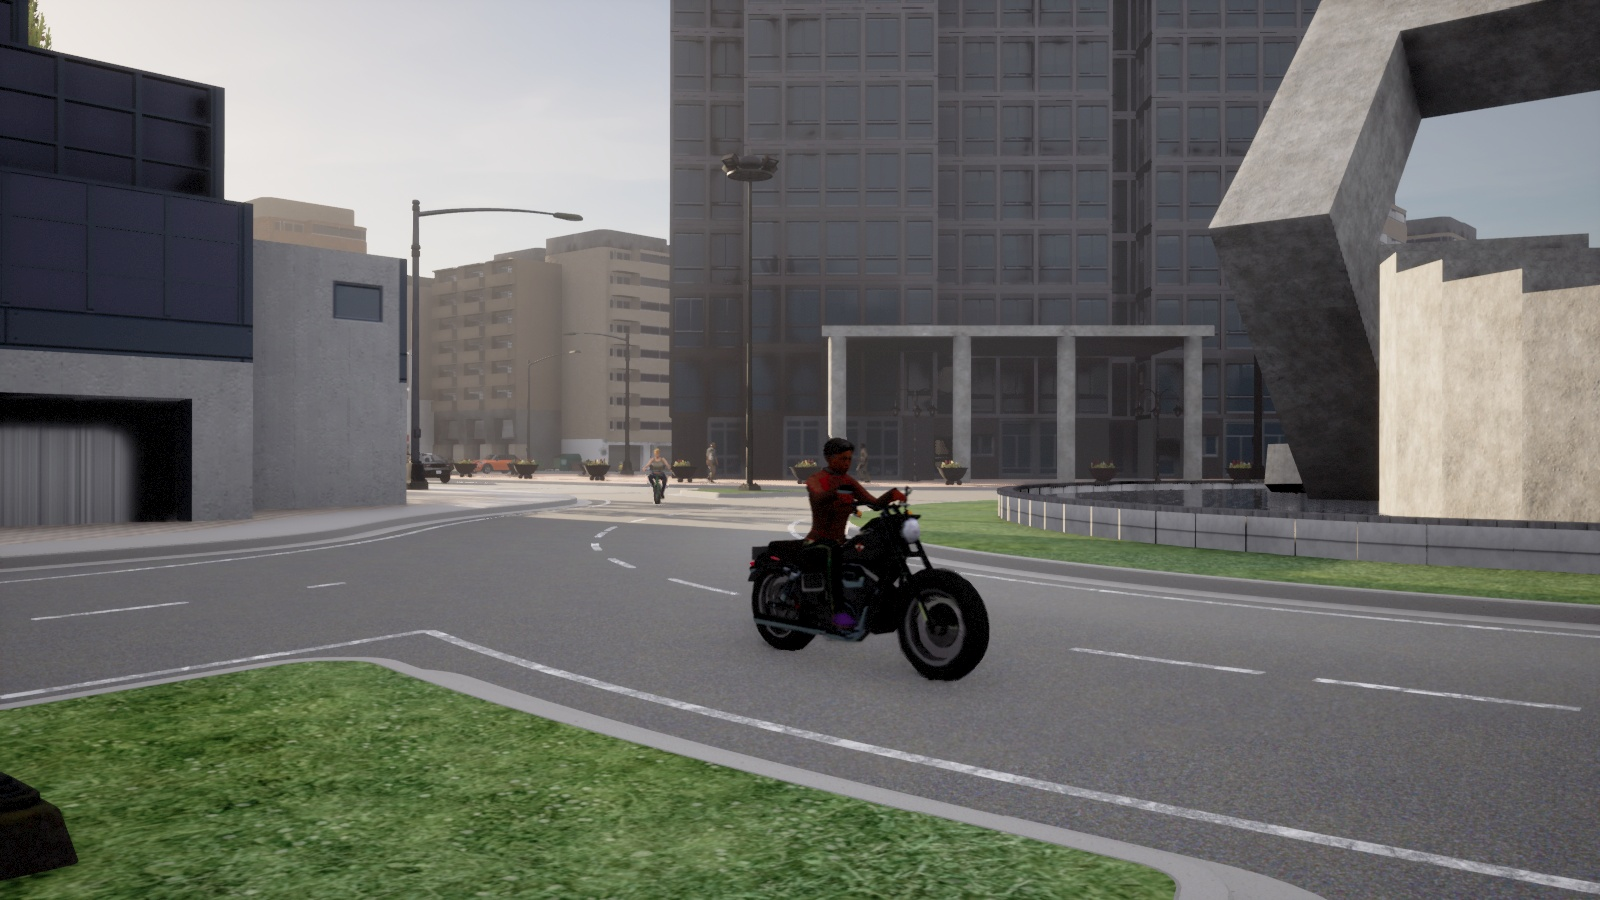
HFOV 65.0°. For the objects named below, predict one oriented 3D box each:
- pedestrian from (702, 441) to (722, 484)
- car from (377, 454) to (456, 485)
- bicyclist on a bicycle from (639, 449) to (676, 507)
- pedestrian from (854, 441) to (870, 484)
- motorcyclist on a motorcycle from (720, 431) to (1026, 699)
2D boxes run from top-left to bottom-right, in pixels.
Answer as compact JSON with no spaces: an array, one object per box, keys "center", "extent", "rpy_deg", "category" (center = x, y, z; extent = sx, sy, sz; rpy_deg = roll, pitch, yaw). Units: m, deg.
[{"center":[-3.787,0.541,54.057],"extent":[0.694,1.848,0.540],"rpy_deg":[0,0,32],"category":"pedestrian"},{"center":[-18.808,0.949,61.466],"extent":[4.193,1.474,1.816],"rpy_deg":[0,0,42],"category":"car"},{"center":[-4.075,0.778,36.061],"extent":[0.866,1.612,1.509],"rpy_deg":[-2,0,-1],"category":"bicyclist on a bicycle"},{"center":[2.826,0.550,56.909],"extent":[0.692,1.930,0.396],"rpy_deg":[0,0,7],"category":"pedestrian"},{"center":[0.436,0.715,8.894],"extent":[0.766,1.649,2.350],"rpy_deg":[0,0,-40],"category":"motorcyclist on a motorcycle"}]
